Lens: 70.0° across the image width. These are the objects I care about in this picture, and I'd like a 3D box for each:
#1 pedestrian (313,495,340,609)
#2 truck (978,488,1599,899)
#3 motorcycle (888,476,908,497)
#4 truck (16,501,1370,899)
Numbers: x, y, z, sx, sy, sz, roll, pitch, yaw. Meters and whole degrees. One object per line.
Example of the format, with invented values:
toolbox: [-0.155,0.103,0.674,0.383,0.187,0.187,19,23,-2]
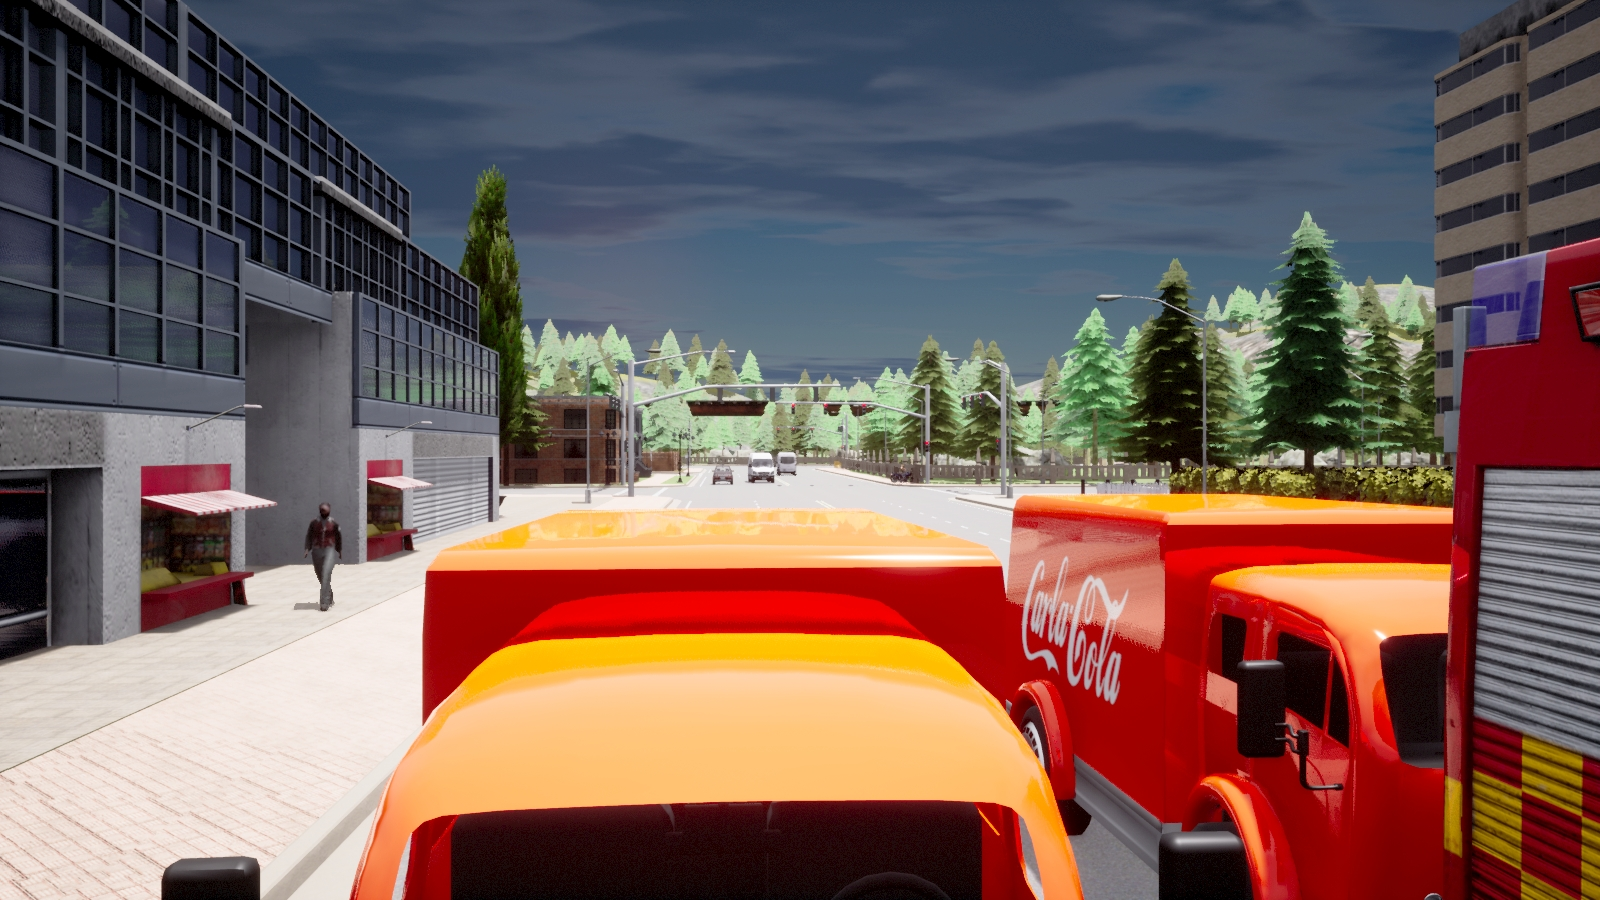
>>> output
pedestrian: [-7.917,1.698,19.102,0.375,1.860,0.375,0,0,-14]
truck: [3.003,1.568,7.234,2.627,2.467,5.204,0,0,-4]
motorcycle: [5.944,2.205,69.519,0.867,1.251,2.209,0,0,-4]
truck: [-0.347,1.568,4.821,2.627,2.467,5.204,0,0,-4]
